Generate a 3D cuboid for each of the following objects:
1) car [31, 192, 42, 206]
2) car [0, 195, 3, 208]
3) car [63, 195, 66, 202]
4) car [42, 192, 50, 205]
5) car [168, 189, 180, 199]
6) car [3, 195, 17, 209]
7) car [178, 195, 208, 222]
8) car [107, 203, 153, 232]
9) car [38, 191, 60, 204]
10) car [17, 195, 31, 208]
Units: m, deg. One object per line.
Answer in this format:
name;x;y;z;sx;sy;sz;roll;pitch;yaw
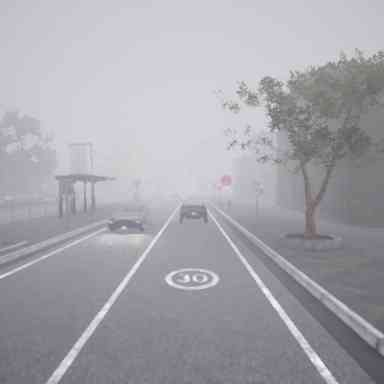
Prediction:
car;-22.085;1.080;41.592;4.892;1.521;2.231;0;1;0
car;-22.081;1.200;33.266;4.674;1.452;2.002;0;1;0
car;-22.128;1.030;49.918;4.792;1.488;2.163;0;1;0
car;-22.122;1.082;44.366;4.792;1.488;2.163;0;1;0
car;-3.223;0.305;61.132;2.097;1.767;4.553;0;1;0
car;-22.117;1.008;36.040;4.553;1.767;2.185;0;1;0
car;0.110;1.244;24.107;1.882;1.535;5.008;0;0;0
car;-3.341;1.367;19.061;2.033;1.411;5.357;0;1;0
car;-21.910;1.024;47.141;5.366;1.575;1.946;0;1;0
car;-22.094;1.106;38.817;5.008;1.535;2.097;0;1;0
